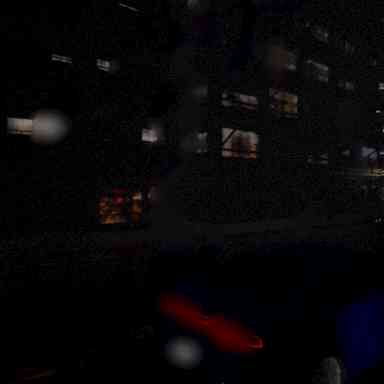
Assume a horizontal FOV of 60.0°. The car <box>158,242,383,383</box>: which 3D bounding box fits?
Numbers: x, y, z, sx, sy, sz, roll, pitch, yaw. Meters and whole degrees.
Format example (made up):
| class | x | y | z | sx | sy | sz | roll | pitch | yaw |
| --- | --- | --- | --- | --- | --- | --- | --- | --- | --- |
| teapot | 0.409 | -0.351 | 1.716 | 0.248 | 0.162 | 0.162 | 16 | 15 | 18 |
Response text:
| class | x | y | z | sx | sy | sz | roll | pitch | yaw |
| --- | --- | --- | --- | --- | --- | --- | --- | --- | --- |
| car | 1.924 | 1.486 | 4.856 | 5.008 | 1.535 | 1.882 | 0 | 0 | -36 |
